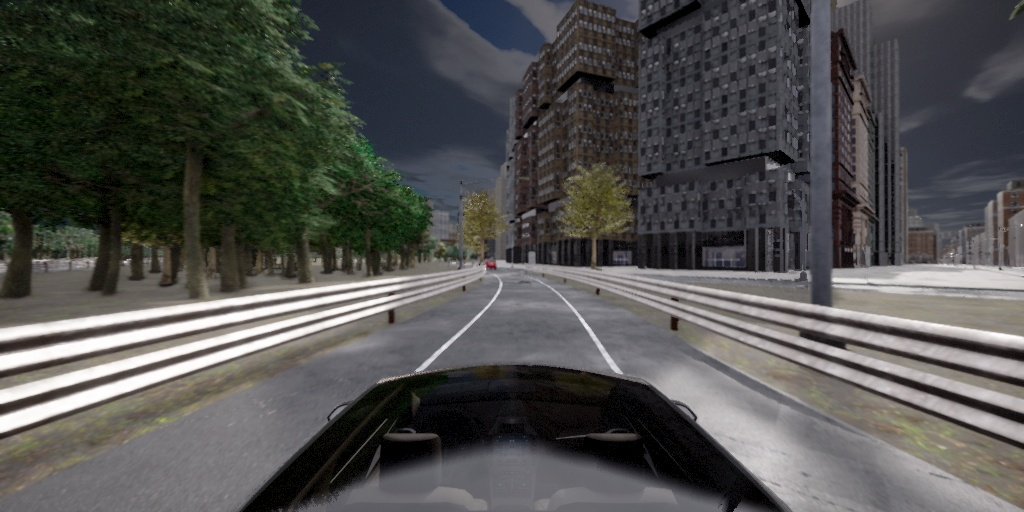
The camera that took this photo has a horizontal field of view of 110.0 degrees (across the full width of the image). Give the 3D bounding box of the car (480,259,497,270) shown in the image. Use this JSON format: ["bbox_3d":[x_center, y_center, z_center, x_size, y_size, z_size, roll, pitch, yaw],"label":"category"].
[{"bbox_3d":[-4.293,1.507,65.272,2.150,2.045,5.566,0,-1,-16],"label":"car"}]
